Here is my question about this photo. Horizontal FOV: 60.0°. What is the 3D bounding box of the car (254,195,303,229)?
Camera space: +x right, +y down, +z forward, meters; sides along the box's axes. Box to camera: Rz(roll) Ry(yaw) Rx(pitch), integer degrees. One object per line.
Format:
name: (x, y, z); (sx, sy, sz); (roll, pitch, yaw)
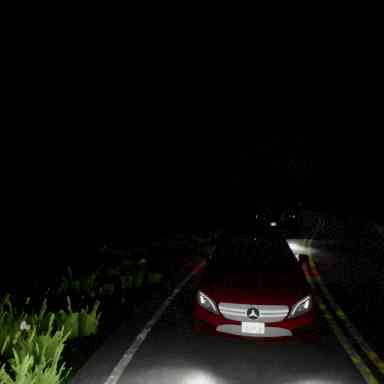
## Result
car: (5.005, 1.215, 18.857); (2.150, 2.045, 5.566); (-2, -1, 22)

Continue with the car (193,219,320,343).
car: (1.232, 1.534, 6.686); (1.812, 1.442, 4.674); (-1, 0, 11)
